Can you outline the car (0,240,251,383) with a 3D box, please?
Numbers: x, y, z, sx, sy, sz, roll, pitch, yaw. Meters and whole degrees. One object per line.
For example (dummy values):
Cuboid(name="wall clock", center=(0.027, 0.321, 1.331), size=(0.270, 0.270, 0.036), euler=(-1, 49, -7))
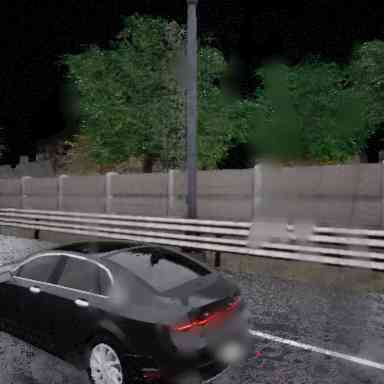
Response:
Cuboid(name="car", center=(-1.525, 1.507, 5.079), size=(4.892, 1.490, 1.837), euler=(0, 0, 35))
